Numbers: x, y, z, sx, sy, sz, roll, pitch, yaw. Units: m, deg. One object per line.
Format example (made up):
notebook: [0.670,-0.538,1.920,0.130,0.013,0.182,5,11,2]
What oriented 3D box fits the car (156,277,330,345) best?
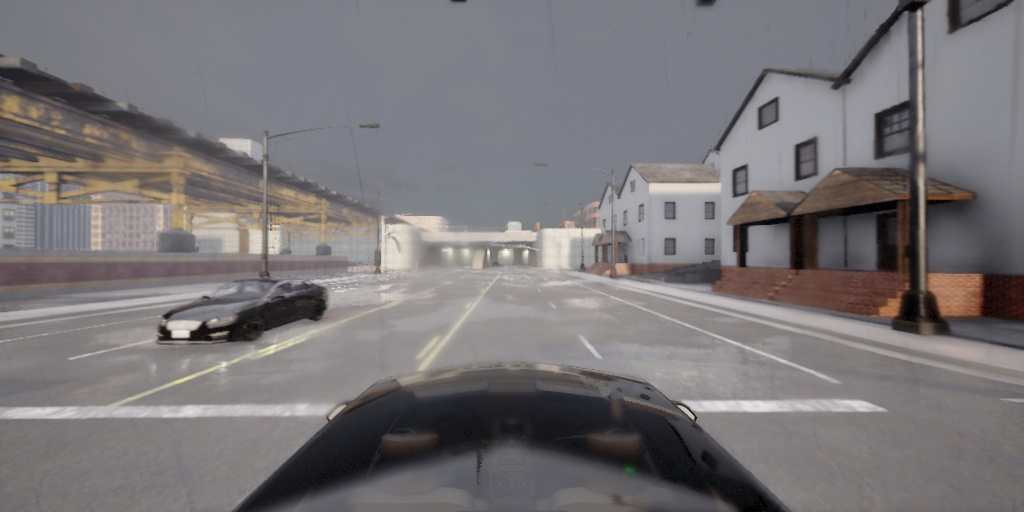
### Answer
car: [-7.004,1.376,10.027,2.128,1.511,4.902,0,0,0]
